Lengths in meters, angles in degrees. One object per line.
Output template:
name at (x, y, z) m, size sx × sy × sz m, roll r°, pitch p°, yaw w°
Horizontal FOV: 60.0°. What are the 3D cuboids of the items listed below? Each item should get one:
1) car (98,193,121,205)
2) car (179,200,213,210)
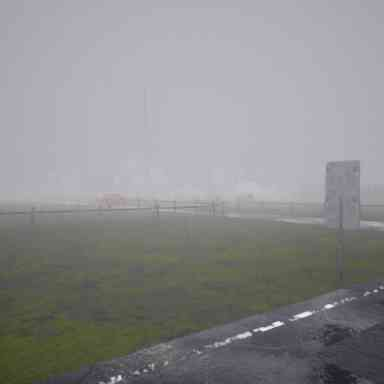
car at (-14.691, 1.183, 58.931) m, size 2.150 × 2.045 × 5.566 m, roll 1°, pitch -1°, yaw -41°
car at (0.460, 1.596, 40.521) m, size 1.895 × 1.301 × 4.718 m, roll 1°, pitch -1°, yaw -38°
